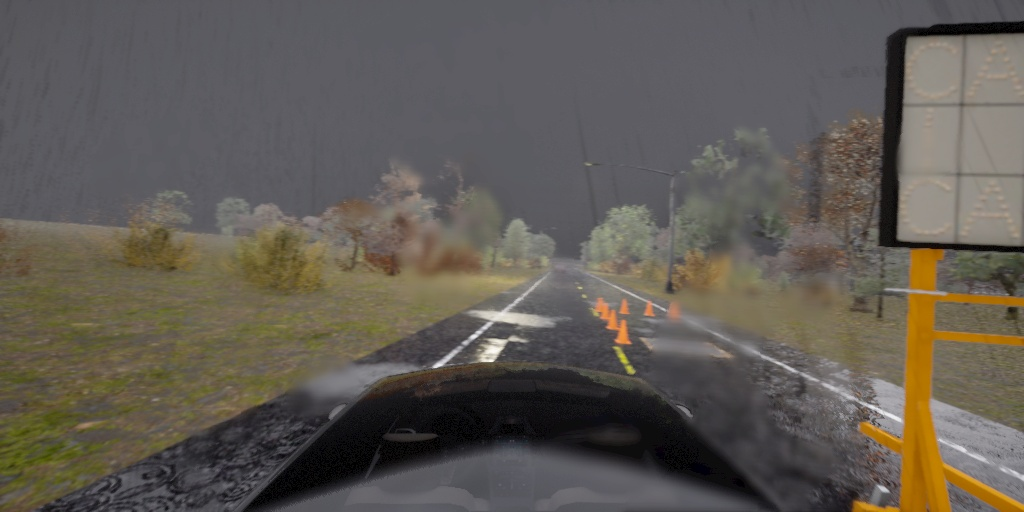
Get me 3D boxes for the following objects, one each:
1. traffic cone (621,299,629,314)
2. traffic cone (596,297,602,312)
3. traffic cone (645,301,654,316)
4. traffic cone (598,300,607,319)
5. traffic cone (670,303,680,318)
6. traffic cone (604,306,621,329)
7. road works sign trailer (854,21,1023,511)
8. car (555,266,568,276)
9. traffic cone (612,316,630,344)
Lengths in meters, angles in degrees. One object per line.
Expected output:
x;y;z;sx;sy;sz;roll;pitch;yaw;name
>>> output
4.738;2.118;15.142;0.340;0.580;0.340;0;0;8;traffic cone
3.750;2.065;15.288;0.340;0.580;0.340;0;0;8;traffic cone
5.726;2.172;14.996;0.340;0.580;0.340;0;0;8;traffic cone
3.461;2.027;13.309;0.340;0.580;0.340;0;0;8;traffic cone
6.714;2.225;14.851;0.340;0.580;0.340;0;0;8;traffic cone
3.171;1.989;11.331;0.340;0.580;0.340;0;0;8;traffic cone
3.338;0.406;2.211;2.380;3.560;2.880;0;0;8;road works sign trailer
8.017;2.302;58.025;1.882;1.535;5.008;3;-1;8;car
2.882;1.951;9.352;0.340;0.580;0.340;0;0;8;traffic cone
